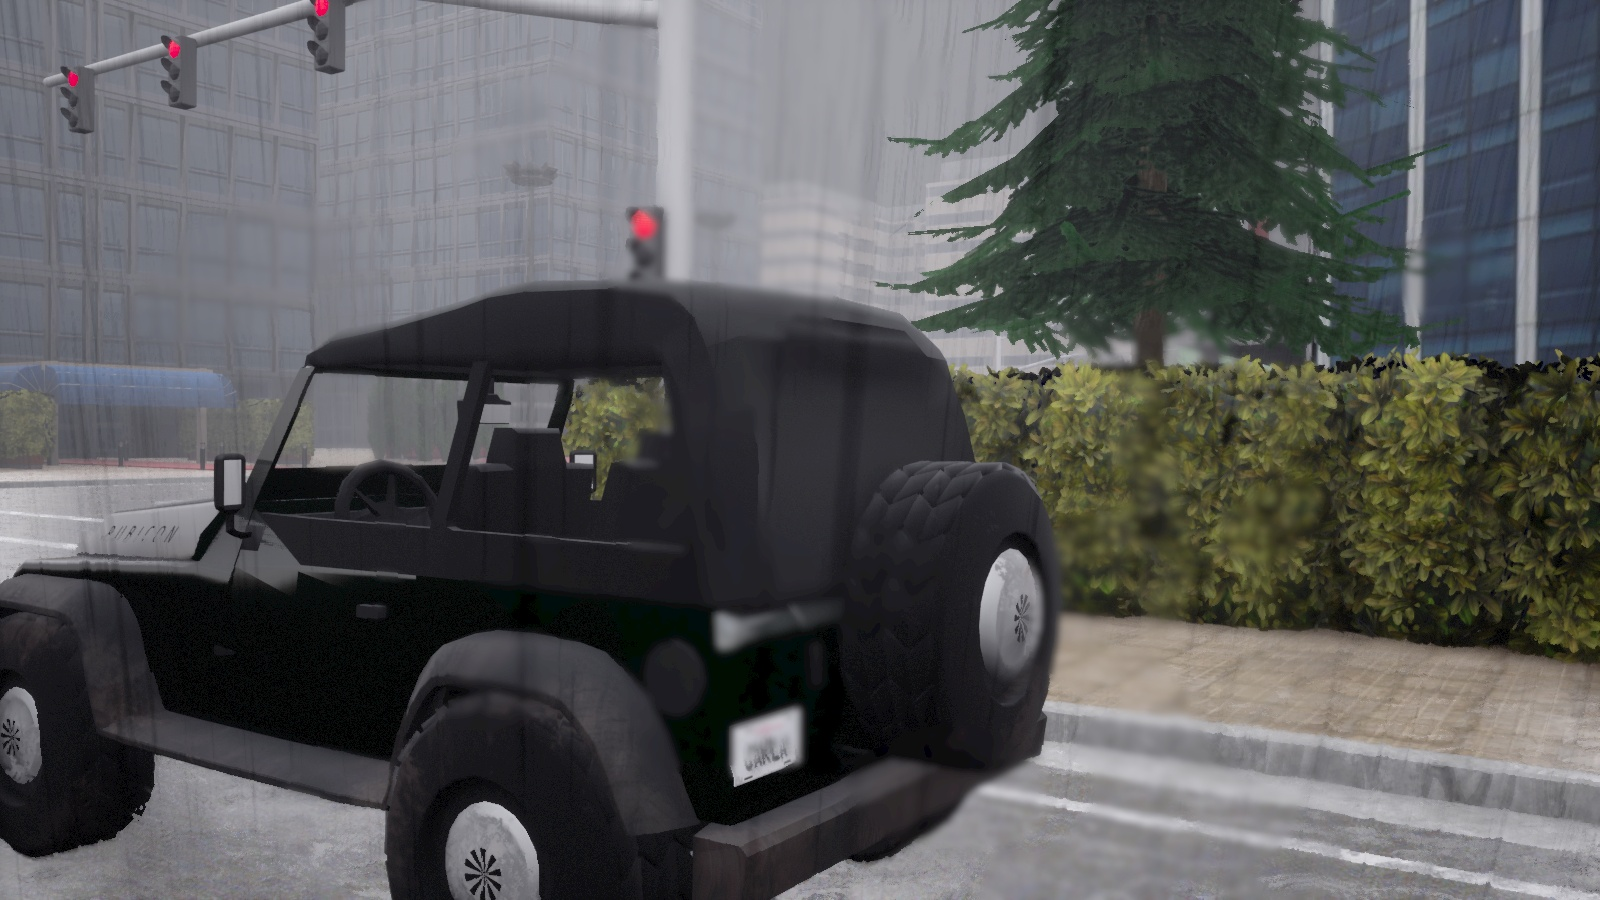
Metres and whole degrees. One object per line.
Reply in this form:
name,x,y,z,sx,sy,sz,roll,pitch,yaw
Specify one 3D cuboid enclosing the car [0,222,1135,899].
car,-1.061,0.478,4.325,3.866,1.878,1.905,0,1,34
